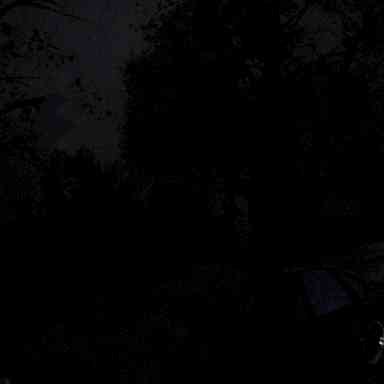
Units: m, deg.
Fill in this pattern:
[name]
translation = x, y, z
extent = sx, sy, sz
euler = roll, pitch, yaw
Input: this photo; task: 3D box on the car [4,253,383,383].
[car]
translation = 0.749, 1.567, 4.219
extent = 5.357, 1.411, 2.033
euler = 0, 0, -35
